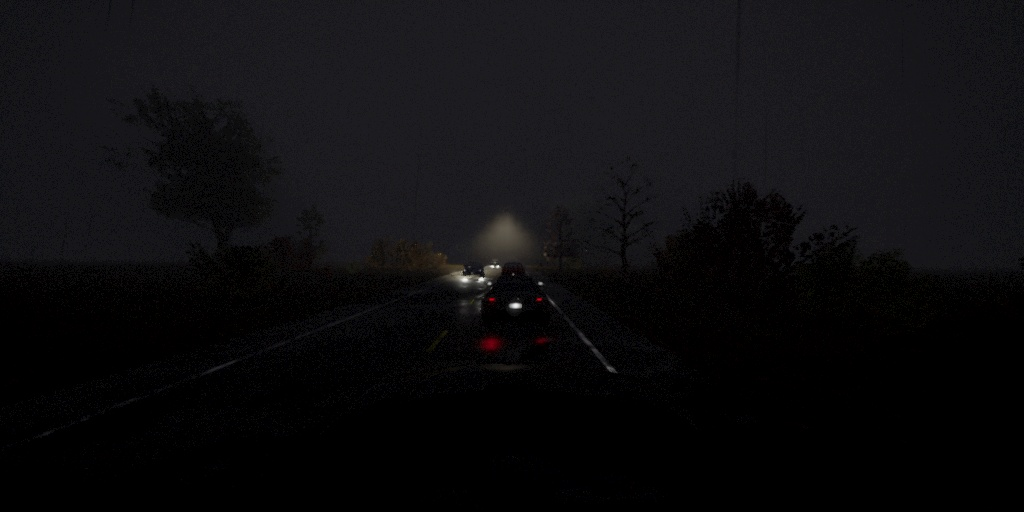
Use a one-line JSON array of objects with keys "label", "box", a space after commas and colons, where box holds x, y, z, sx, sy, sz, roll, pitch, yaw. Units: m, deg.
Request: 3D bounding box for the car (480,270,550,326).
[{"label": "car", "box": [0.103, 1.316, 11.697, 1.994, 1.385, 4.181, 0, 0, 0]}]

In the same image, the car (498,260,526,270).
[{"label": "car", "box": [0.107, 1.232, 29.559, 1.882, 1.535, 5.008, 0, 0, 0]}]

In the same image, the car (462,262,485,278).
[{"label": "car", "box": [-3.585, 1.280, 34.550, 1.812, 1.442, 4.674, 0, 0, 0]}]
